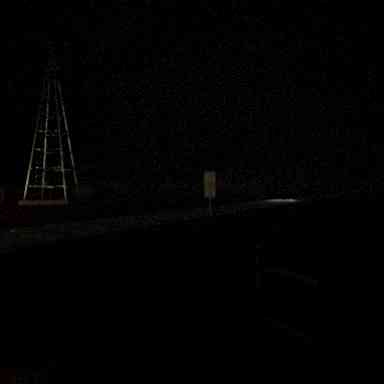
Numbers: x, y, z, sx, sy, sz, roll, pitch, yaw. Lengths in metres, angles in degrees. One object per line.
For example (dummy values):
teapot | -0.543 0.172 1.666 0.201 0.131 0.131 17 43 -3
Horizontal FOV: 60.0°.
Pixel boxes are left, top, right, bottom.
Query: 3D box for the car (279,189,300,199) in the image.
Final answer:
car | 14.619 0.291 49.496 1.837 1.490 4.892 -1 1 35
